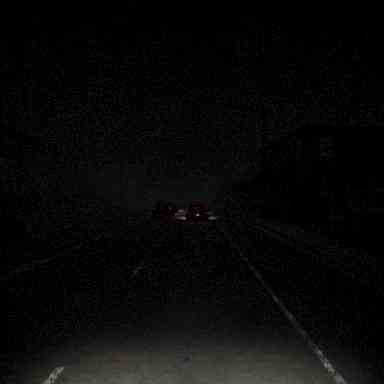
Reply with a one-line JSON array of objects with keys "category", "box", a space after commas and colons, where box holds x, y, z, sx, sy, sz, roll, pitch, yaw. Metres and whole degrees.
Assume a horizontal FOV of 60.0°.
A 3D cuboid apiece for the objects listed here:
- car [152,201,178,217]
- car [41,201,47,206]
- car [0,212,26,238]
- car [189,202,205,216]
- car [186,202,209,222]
[{"category": "car", "box": [-2.976, 1.729, 35.923, 2.097, 1.767, 4.553, 0, -1, 1]}, {"category": "car", "box": [-29.942, 2.088, 63.430, 2.038, 1.542, 4.974, 0, -1, 29]}, {"category": "car", "box": [-10.357, 1.733, 17.061, 1.994, 1.385, 4.181, 0, -1, 1]}, {"category": "car", "box": [0.587, 1.921, 39.202, 1.837, 1.490, 4.892, 0, -1, 1]}, {"category": "car", "box": [0.466, 1.872, 29.218, 1.994, 1.385, 4.181, 0, -1, 0]}]
